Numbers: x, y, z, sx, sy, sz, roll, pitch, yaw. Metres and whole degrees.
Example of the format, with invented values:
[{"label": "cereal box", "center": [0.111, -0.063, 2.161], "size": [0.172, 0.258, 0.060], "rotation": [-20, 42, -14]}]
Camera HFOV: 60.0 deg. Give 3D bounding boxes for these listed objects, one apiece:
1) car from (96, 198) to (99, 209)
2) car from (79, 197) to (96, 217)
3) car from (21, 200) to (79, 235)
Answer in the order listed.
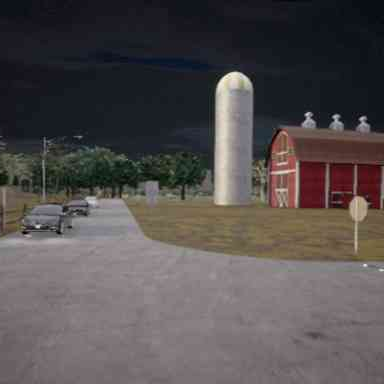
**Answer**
[{"label": "car", "center": [-12.996, 1.370, 42.783], "size": [1.812, 1.442, 4.674], "rotation": [1, 0, -12]}, {"label": "car", "center": [-10.080, 1.391, 29.667], "size": [2.033, 1.411, 5.357], "rotation": [1, 0, -12]}, {"label": "car", "center": [-7.586, 1.374, 17.847], "size": [1.837, 1.490, 4.892], "rotation": [1, 0, -10]}]
